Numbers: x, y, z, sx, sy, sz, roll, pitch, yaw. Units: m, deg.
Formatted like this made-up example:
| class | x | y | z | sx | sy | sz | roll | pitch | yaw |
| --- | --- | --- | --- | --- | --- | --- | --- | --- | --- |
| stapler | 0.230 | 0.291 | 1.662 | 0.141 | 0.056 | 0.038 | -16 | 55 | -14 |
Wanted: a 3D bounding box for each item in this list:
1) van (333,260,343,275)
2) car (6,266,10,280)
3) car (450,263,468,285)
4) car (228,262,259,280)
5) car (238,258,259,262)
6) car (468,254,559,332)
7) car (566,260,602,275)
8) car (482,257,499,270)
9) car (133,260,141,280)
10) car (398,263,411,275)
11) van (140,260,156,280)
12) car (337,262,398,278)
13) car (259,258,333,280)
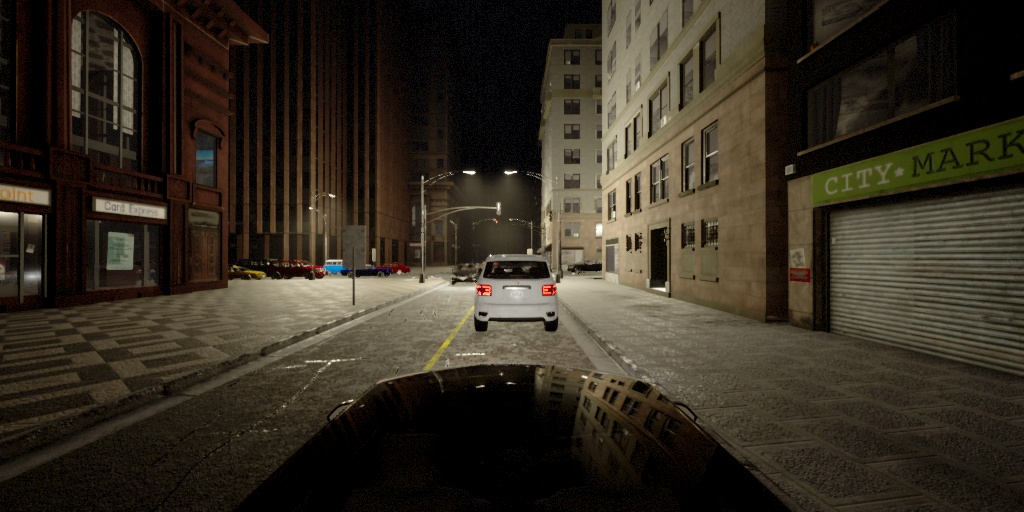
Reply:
| class | x | y | z | sx | sy | sz | roll | pitch | yaw |
| --- | --- | --- | --- | --- | --- | --- | --- | --- | --- |
| van | -19.600 | 1.340 | 41.259 | 3.998 | 1.789 | 1.690 | 0 | 0 | 0 |
| car | -47.742 | 1.849 | 32.834 | 4.403 | 1.370 | 2.007 | 0 | 0 | 0 |
| car | -3.138 | 1.262 | 25.768 | 1.837 | 1.490 | 4.892 | -1 | 0 | 2 |
| car | -25.076 | 1.552 | 32.753 | 4.829 | 1.417 | 1.751 | 0 | 0 | 0 |
| car | -24.110 | 1.247 | 35.314 | 5.566 | 2.045 | 2.150 | -1 | 0 | -1 |
| car | 0.100 | 0.974 | 11.046 | 2.150 | 2.045 | 5.566 | 0 | 0 | 0 |
| car | 8.140 | 1.142 | 37.931 | 4.902 | 1.511 | 2.128 | -1 | 0 | -8 |
| car | -3.111 | 1.097 | 51.765 | 2.097 | 1.767 | 4.553 | 0 | 0 | 1 |
| car | -34.466 | 1.373 | 35.370 | 5.566 | 2.045 | 2.150 | -1 | 0 | 0 |
| car | -13.976 | 1.477 | 41.239 | 4.507 | 1.381 | 1.888 | 0 | 0 | 0 |
| van | -30.870 | 1.436 | 32.774 | 3.998 | 1.789 | 1.690 | 0 | 0 | 0 |
| car | -14.145 | 1.506 | 35.285 | 4.718 | 1.301 | 1.895 | -1 | 0 | 0 |
| car | -19.621 | 1.273 | 32.733 | 5.009 | 1.841 | 2.192 | 0 | 0 | 0 |
